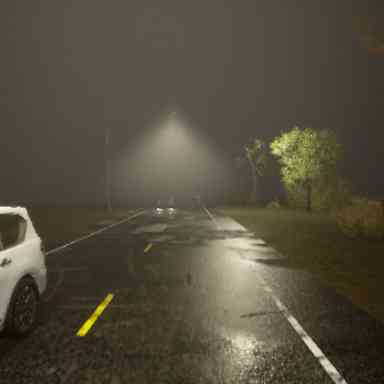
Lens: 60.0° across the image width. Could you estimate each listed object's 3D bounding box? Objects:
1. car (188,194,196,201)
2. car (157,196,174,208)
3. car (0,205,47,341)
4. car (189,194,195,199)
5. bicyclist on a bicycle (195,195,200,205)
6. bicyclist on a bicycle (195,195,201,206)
[{"bbox_3d":[0.006,1.424,77.260,1.994,1.385,4.181,0,0,0],"label":"car"},{"bbox_3d":[-3.579,1.283,45.713,2.097,1.767,4.553,0,0,0],"label":"car"},{"bbox_3d":[-3.598,1.218,3.581,2.150,2.045,5.566,0,0,0],"label":"car"},{"bbox_3d":[0.007,1.287,95.552,1.895,1.301,4.718,0,0,0],"label":"car"},{"bbox_3d":[0.965,1.350,55.589,0.866,1.612,1.509,0,0,0],"label":"bicyclist on a bicycle"},{"bbox_3d":[0.966,1.301,46.154,0.659,1.776,1.843,0,0,0],"label":"bicyclist on a bicycle"}]
